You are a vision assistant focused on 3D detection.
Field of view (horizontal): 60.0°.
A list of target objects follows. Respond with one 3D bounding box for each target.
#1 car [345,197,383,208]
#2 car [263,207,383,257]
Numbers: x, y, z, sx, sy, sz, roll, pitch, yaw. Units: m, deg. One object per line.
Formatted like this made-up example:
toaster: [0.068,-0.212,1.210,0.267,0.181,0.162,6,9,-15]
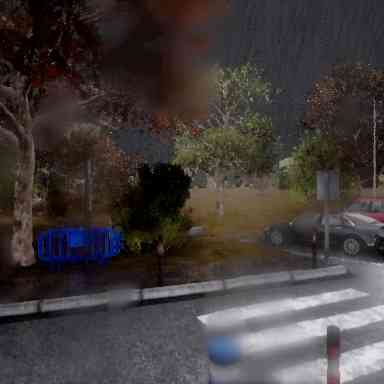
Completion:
car: [7.818,1.235,14.279,2.435,2.045,5.566,0,-1,-44]
car: [5.133,1.487,13.032,2.231,1.521,4.892,0,-1,-45]
